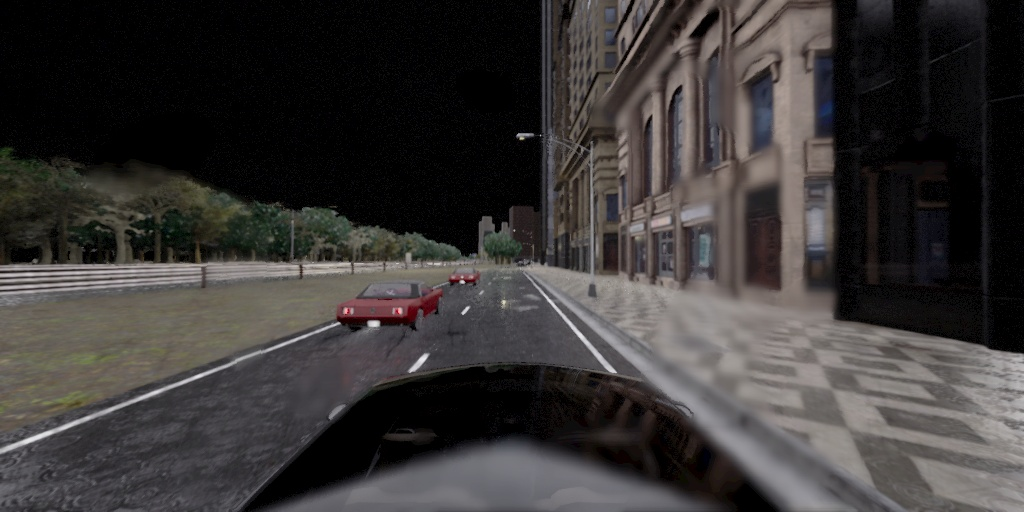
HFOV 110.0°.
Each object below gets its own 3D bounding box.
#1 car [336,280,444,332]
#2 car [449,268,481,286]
[{"bbox_3d":[-3.402,1.400,11.064,1.895,1.301,4.718,0,0,0],"label":"car"},{"bbox_3d":[-3.403,1.510,26.757,1.895,1.301,4.718,0,0,0],"label":"car"}]
